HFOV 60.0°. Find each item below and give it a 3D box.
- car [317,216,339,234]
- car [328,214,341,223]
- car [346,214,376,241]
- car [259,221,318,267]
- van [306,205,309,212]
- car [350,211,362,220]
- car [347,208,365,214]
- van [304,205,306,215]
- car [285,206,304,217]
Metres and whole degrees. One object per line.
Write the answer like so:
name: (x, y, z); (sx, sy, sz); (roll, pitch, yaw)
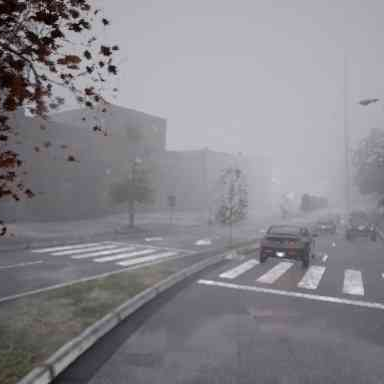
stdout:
car: (13.597, 3.438, 34.061); (1.994, 1.385, 4.181); (1, -2, 26)
car: (20.419, 3.896, 48.118); (2.033, 1.411, 5.357); (1, -1, 26)
car: (14.102, 3.010, 27.860); (2.097, 1.767, 4.553); (1, -3, 26)
car: (4.147, 2.127, 14.159); (1.837, 1.490, 4.892); (1, -3, 24)
van: (24.797, 4.201, 75.859); (1.878, 1.987, 4.442); (1, -1, 26)
car: (30.925, 4.375, 62.699); (1.882, 1.535, 5.008); (1, -1, 26)
car: (22.359, 3.561, 44.888); (2.150, 2.045, 5.566); (1, -2, 26)
van: (22.346, 4.052, 70.885); (1.878, 1.987, 4.442); (1, -1, 26)
car: (19.937, 3.877, 65.991); (2.435, 2.045, 5.566); (1, -1, 26)
